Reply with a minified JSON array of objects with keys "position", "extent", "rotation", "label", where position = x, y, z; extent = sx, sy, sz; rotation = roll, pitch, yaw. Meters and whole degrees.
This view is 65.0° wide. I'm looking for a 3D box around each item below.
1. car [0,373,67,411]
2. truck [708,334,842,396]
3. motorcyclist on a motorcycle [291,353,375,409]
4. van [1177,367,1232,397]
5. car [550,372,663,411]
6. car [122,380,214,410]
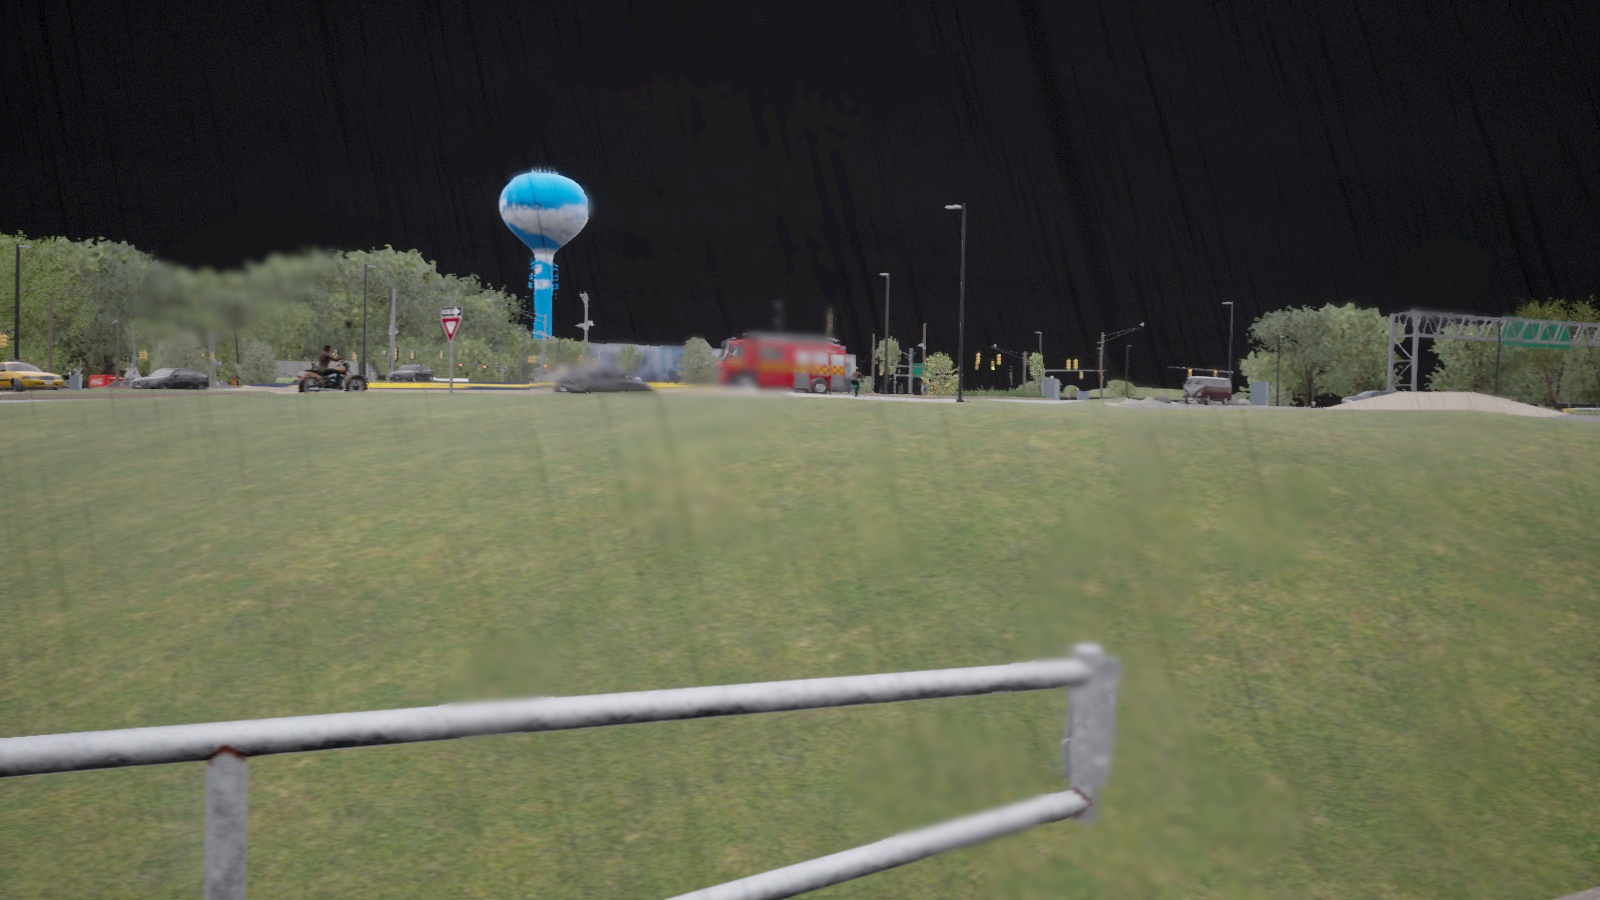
[{"position":[-35.995,-2.612,57.527],"extent":[5.366,1.575,1.801],"rotation":[0,2,31],"label":"car"},{"position":[-1.705,-5.633,84.108],"extent":[8.468,3.827,2.891],"rotation":[1,1,-13],"label":"truck"},{"position":[-14.290,-2.098,38.510],"extent":[0.766,1.649,2.350],"rotation":[1,3,34],"label":"motorcyclist on a motorcycle"},{"position":[28.198,-4.706,87.401],"extent":[4.442,1.987,1.775],"rotation":[-2,4,-45],"label":"van"},{"position":[-7.616,-2.320,49.709],"extent":[1.816,1.474,4.193],"rotation":[3,4,42],"label":"car"},{"position":[-34.885,-3.059,69.505],"extent":[1.812,1.442,4.674],"rotation":[0,5,16],"label":"car"}]
